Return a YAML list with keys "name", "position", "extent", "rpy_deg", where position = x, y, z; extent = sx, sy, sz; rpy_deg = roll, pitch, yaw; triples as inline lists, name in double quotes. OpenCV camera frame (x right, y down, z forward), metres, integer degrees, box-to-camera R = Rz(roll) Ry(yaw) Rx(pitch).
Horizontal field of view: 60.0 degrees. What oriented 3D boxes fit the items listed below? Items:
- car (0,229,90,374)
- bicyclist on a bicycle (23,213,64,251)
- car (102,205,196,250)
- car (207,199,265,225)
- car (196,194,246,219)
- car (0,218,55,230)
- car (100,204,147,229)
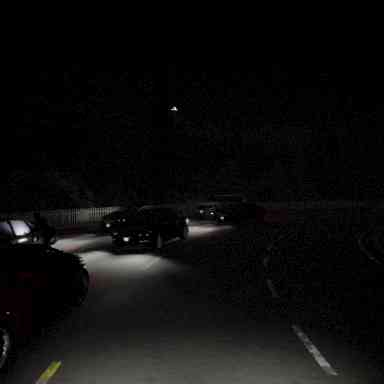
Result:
- name: "car"
  position: [-3.228, 1.564, 5.273]
  extent: [1.994, 1.385, 4.181]
  rpy_deg: [0, 0, 4]
- name: "bicyclist on a bicycle"
  position: [-4.819, 1.496, 10.628]
  extent: [1.656, 1.620, 0.582]
  rpy_deg: [3, 1, 8]
- name: "car"
  position: [-1.625, 1.504, 14.627]
  extent: [1.837, 1.490, 4.892]
  rpy_deg: [0, 0, 20]
- name: "car"
  position: [3.603, 1.492, 24.330]
  extent: [2.128, 1.511, 4.902]
  rpy_deg: [0, 0, 40]
- name: "car"
  position: [2.661, 1.221, 28.598]
  extent: [2.150, 2.045, 5.566]
  rpy_deg: [0, 0, 44]
- name: "car"
  position: [-6.292, 1.543, 10.286]
  extent: [2.033, 1.411, 5.357]
  rpy_deg: [0, 0, 9]
- name: "car"
  position: [-3.330, 1.491, 19.683]
  extent: [2.128, 1.511, 4.902]
  rpy_deg: [0, 0, 26]
